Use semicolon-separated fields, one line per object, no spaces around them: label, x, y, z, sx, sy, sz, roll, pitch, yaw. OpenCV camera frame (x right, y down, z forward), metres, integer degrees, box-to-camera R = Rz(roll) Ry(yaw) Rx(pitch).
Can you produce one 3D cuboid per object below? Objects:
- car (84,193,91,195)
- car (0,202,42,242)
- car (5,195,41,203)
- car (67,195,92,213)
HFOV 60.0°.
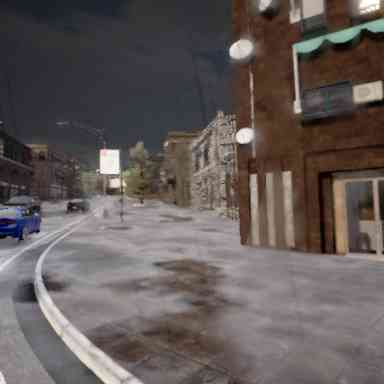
car;-22.621;1.031;71.746;1.812;1.442;4.674;-1;1;-10
car;-8.946;1.529;16.598;1.882;1.535;5.008;-1;0;-11
car;-15.159;1.328;29.818;2.150;2.045;5.566;-1;0;-10
car;-12.770;1.477;37.429;1.882;1.535;5.008;-1;1;-10
